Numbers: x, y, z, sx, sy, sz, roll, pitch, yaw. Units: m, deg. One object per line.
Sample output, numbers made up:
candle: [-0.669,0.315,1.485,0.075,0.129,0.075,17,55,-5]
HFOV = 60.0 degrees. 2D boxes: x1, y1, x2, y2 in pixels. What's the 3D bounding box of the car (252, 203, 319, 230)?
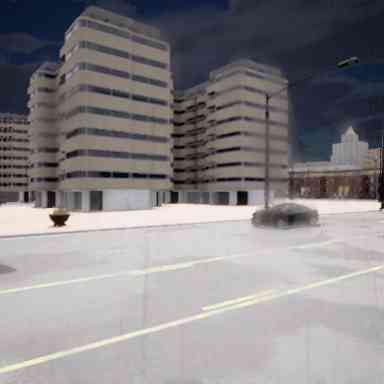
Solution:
car: [5.977,1.461,21.104,5.008,1.535,1.882,0,0,-35]
